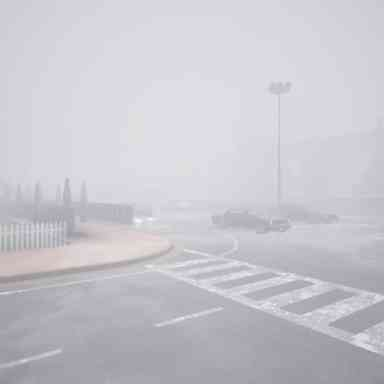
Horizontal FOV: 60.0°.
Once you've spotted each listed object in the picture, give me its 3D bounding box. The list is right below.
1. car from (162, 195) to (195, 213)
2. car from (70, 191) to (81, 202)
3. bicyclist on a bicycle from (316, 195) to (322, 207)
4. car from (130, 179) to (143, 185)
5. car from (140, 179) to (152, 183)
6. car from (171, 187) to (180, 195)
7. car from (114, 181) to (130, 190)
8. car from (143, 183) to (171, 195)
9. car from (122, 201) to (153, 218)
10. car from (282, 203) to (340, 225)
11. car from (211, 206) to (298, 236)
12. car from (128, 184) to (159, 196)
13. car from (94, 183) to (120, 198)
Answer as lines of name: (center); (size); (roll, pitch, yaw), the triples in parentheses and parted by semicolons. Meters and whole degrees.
car: (-1.564, 1.458, 36.867); (1.812, 1.442, 4.674); (0, 1, -37)
car: (-15.482, 0.715, 43.701); (1.837, 1.490, 4.892); (0, 4, -37)
bicyclist on a bicycle: (18.061, 1.291, 47.375); (1.656, 1.620, 0.582); (0, 0, -37)
car: (-12.828, -1.487, 69.603); (1.882, 1.535, 5.008); (0, 7, -37)
car: (-10.504, -1.827, 72.186); (2.150, 2.045, 5.566); (0, 7, -37)
car: (-4.196, -0.267, 63.943); (1.882, 1.535, 5.008); (0, 7, -37)
car: (-14.819, -1.300, 66.260); (1.882, 1.535, 5.008); (0, 7, -37)
car: (-6.587, -0.187, 61.303); (1.882, 1.535, 5.008); (0, 7, -37)
car: (-5.237, 1.544, 30.137); (1.994, 1.385, 4.181); (0, 1, -37)
car: (7.918, 1.547, 24.391); (2.033, 1.411, 5.357); (0, 0, -37)
car: (3.279, 1.601, 18.926); (1.895, 1.301, 4.718); (0, 0, -37)
car: (-8.555, 0.058, 57.927); (2.033, 1.411, 5.357); (0, 6, -37)
car: (-13.984, -0.099, 53.417); (2.097, 1.767, 4.553); (0, 6, -36)
